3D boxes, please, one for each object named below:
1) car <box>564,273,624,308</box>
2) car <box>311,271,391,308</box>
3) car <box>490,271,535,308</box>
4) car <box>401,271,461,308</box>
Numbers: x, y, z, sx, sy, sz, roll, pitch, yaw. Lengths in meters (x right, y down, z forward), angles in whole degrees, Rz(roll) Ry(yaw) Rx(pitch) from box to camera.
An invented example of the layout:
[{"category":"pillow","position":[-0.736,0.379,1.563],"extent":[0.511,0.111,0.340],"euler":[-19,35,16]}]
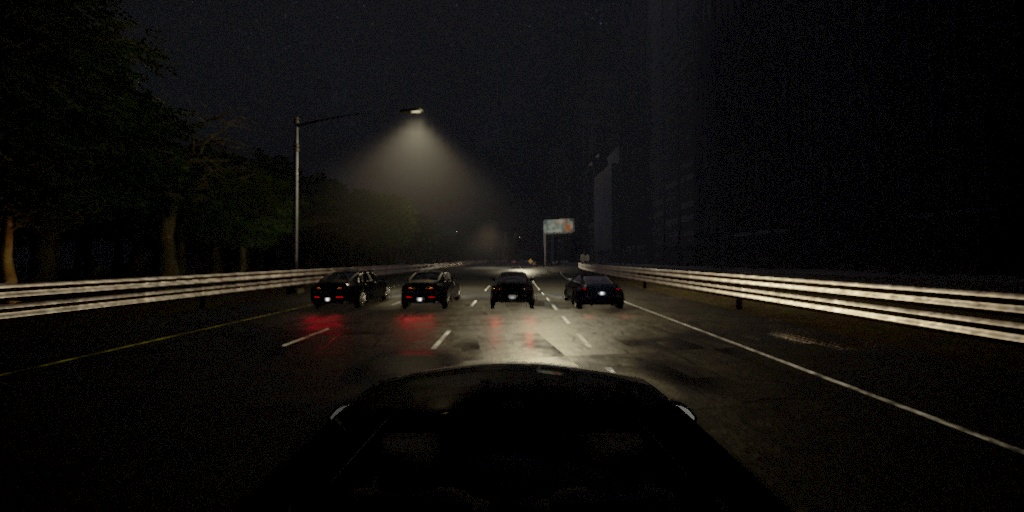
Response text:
[{"category":"car","position":[3.526,1.450,16.008],"extent":[1.994,1.385,4.181],"euler":[0,0,0]},{"category":"car","position":[-6.975,1.394,16.002],"extent":[1.837,1.490,4.892],"euler":[0,0,0]},{"category":"car","position":[0.027,1.412,16.058],"extent":[1.812,1.442,4.674],"euler":[0,0,0]},{"category":"car","position":[-3.475,1.394,16.000],"extent":[1.837,1.490,4.892],"euler":[0,0,0]}]
